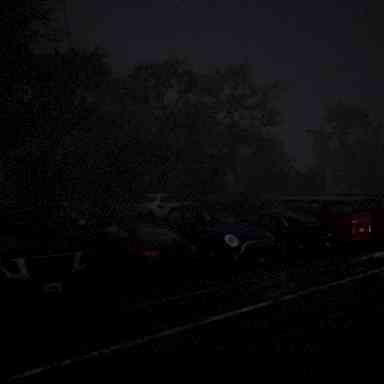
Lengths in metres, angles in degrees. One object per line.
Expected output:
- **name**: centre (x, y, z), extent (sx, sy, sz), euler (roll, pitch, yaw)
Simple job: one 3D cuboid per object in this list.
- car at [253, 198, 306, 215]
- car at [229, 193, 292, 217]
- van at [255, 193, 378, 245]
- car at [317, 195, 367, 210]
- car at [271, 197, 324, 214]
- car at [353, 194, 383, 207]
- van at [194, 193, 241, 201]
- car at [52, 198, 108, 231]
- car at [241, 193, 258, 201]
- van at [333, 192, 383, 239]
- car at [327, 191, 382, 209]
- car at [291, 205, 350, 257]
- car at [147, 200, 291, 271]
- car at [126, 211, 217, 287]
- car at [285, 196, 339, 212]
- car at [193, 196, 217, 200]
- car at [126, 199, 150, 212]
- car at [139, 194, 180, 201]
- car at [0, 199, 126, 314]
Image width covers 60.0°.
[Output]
- **car**: centre (8.478, 1.343, 32.696), extent (2.163, 1.488, 4.792), euler (-1, 0, -36)
- **car**: centre (6.251, 1.086, 31.036), extent (2.435, 2.045, 5.566), euler (-1, 0, -36)
- **van**: centre (5.149, 1.178, 14.352), extent (1.878, 1.987, 4.442), euler (0, 0, -36)
- **car**: centre (17.538, 1.188, 39.126), extent (2.231, 1.521, 4.892), euler (-1, 1, -36)
- **car**: centre (10.776, 1.319, 34.267), extent (2.163, 1.488, 4.792), euler (-1, 0, -36)
- **car**: centre (24.306, 1.072, 43.974), extent (2.097, 1.535, 5.008), euler (-1, 1, -36)
- **van**: centre (1.649, 1.149, 27.926), extent (1.878, 1.987, 4.442), euler (0, 0, -36)
- **car**: centre (-7.336, 1.315, 21.403), extent (2.185, 1.767, 4.553), euler (0, 0, -36)
- **car**: centre (3.959, 1.107, 29.468), extent (2.435, 2.045, 5.566), euler (0, 0, -36)
- **van**: centre (7.430, 1.161, 15.982), extent (1.878, 1.987, 4.442), euler (0, 0, -36)
- **car**: centre (19.806, 0.897, 40.718), extent (2.435, 2.045, 5.566), euler (-1, 1, -36)
- **car**: centre (2.940, 1.421, 12.623), extent (2.231, 1.521, 4.892), euler (0, 0, -36)
- **car**: centre (0.637, 1.311, 11.024), extent (2.185, 1.767, 4.553), euler (0, 0, -36)
- **car**: centre (-1.624, 1.494, 9.368), extent (2.002, 1.452, 4.674), euler (0, 0, -36)
- **car**: centre (12.907, 1.253, 36.052), extent (1.946, 1.575, 5.366), euler (-1, 0, -36)
- **car**: centre (-0.648, 1.389, 26.371), extent (1.946, 1.575, 5.366), euler (0, 0, -36)
- **car**: centre (-5.040, 1.454, 22.969), extent (2.163, 1.488, 4.792), euler (0, 0, -36)
- **car**: centre (-2.817, 1.157, 24.628), extent (2.435, 2.045, 5.566), euler (0, 0, -36)
- **car**: centre (-3.891, 1.219, 7.716), extent (2.435, 2.045, 5.566), euler (0, 0, -36)
